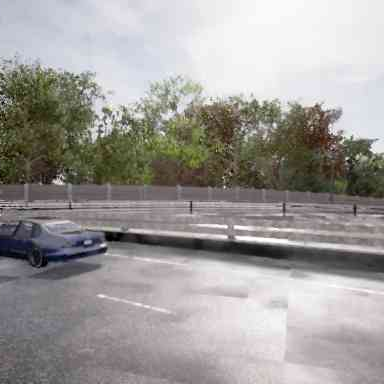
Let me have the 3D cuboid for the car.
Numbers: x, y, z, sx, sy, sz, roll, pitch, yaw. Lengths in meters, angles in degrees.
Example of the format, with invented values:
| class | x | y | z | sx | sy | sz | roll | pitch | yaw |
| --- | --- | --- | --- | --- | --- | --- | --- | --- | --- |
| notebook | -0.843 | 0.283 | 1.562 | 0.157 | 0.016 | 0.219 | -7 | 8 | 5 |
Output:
| class | x | y | z | sx | sy | sz | roll | pitch | yaw |
| --- | --- | --- | --- | --- | --- | --- | --- | --- | --- |
| car | -5.273 | 1.544 | 11.134 | 5.357 | 1.411 | 2.033 | 0 | 0 | 30 |
